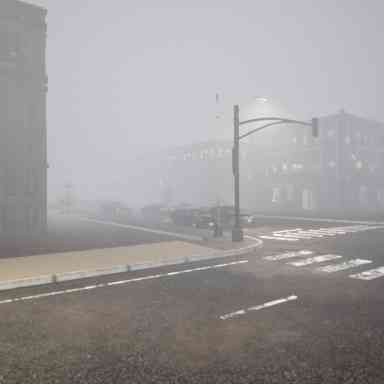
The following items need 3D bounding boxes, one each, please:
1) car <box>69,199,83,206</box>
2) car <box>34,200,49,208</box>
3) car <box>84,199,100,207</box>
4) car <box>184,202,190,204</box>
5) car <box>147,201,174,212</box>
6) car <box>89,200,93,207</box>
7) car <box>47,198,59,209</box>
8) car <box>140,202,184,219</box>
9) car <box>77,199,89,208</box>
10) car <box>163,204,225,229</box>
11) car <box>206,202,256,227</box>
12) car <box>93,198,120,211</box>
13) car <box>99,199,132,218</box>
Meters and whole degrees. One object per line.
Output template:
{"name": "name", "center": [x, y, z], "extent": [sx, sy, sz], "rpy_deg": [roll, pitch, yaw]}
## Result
{"name": "car", "center": [-26.720, 2.364, 76.421], "extent": [1.947, 1.339, 4.313], "rpy_deg": [-1, 0, -35]}
{"name": "car", "center": [-30.349, 2.376, 67.055], "extent": [2.008, 1.369, 4.403], "rpy_deg": [-1, 0, -35]}
{"name": "car", "center": [-20.312, 2.228, 67.393], "extent": [1.887, 1.381, 4.507], "rpy_deg": [-1, 0, -35]}
{"name": "car", "center": [-1.088, 1.904, 40.313], "extent": [1.802, 1.307, 4.206], "rpy_deg": [-2, 0, -35]}
{"name": "car", "center": [-4.291, 1.966, 44.826], "extent": [1.802, 1.307, 4.206], "rpy_deg": [-2, 0, -35]}
{"name": "car", "center": [-17.114, 1.940, 62.880], "extent": [2.192, 1.841, 5.009], "rpy_deg": [-1, 0, -35]}
{"name": "car", "center": [-23.842, 2.233, 57.889], "extent": [1.752, 1.417, 4.829], "rpy_deg": [-1, 0, -35]}
{"name": "car", "center": [-3.406, 1.881, 33.587], "extent": [2.033, 1.411, 5.357], "rpy_deg": [-1, 0, -36]}
{"name": "car", "center": [-20.211, 2.195, 62.807], "extent": [1.812, 1.442, 4.674], "rpy_deg": [-1, 0, -35]}
{"name": "car", "center": [0.014, 1.814, 24.074], "extent": [1.947, 1.339, 4.313], "rpy_deg": [-1, 0, -35]}
{"name": "car", "center": [2.693, 1.738, 25.001], "extent": [1.812, 1.442, 4.674], "rpy_deg": [-1, 0, -34]}
{"name": "car", "center": [-11.071, 1.974, 44.422], "extent": [2.128, 1.511, 4.902], "rpy_deg": [-1, 0, -35]}
{"name": "car", "center": [-7.923, 1.846, 35.460], "extent": [1.967, 1.590, 4.097], "rpy_deg": [-1, 0, -35]}
